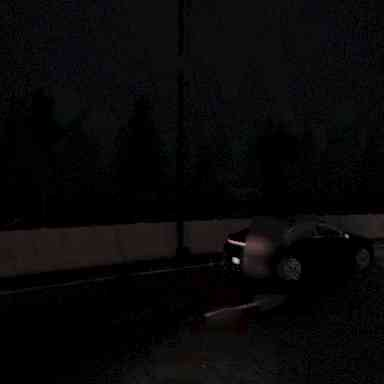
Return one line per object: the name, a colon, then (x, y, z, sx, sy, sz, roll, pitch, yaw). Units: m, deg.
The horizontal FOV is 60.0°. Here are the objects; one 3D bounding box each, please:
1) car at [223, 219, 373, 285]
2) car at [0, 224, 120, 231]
car: (3.200, 1.530, 9.622, 4.902, 1.511, 2.128, 0, 0, -30)
car: (-5.771, 1.537, 12.584, 5.357, 1.411, 2.033, 0, 0, -33)
